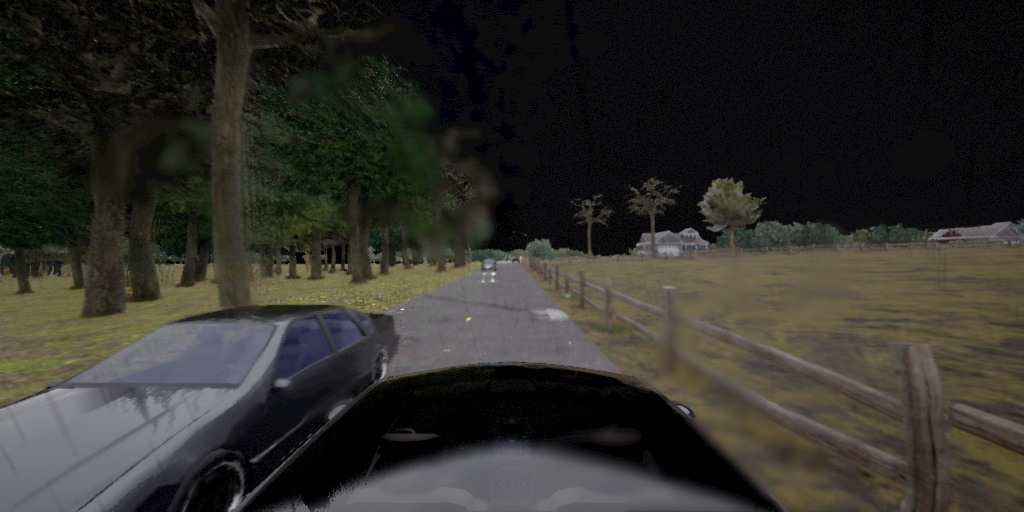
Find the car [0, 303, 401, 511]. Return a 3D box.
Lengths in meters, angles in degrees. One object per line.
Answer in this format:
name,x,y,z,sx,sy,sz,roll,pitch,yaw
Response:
car,-2.851,1.300,4.011,2.033,1.411,5.357,0,0,0

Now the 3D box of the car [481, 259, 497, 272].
car,-2.840,1.134,44.791,2.128,1.511,4.902,0,0,0
